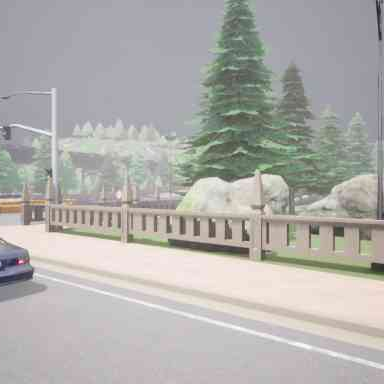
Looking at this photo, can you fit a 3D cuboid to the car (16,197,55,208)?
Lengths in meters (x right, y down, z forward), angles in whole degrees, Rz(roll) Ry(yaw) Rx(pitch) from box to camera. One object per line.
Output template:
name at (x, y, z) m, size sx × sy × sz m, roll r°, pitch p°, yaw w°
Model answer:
car at (-23.355, 1.505, 49.795) m, size 1.837 × 1.490 × 4.892 m, roll 0°, pitch 0°, yaw 36°

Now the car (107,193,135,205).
car at (-12.560, 1.217, 58.840) m, size 2.097 × 1.767 × 4.553 m, roll 0°, pitch 2°, yaw 36°

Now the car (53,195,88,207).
car at (-18.465, 1.352, 50.602) m, size 2.097 × 1.767 × 4.553 m, roll 0°, pitch 0°, yaw 35°

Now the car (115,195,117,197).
car at (-12.979, 1.334, 52.247) m, size 2.097 × 1.767 × 4.553 m, roll 0°, pitch 1°, yaw 36°

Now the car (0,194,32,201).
car at (-24.134, 1.221, 42.727) m, size 2.150 × 2.045 × 5.566 m, roll 0°, pitch 0°, yaw 36°

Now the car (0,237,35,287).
car at (-6.069, 1.547, 8.293) m, size 5.357 × 1.411 × 2.033 m, roll 0°, pitch 0°, yaw 36°

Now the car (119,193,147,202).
car at (-11.650, 1.131, 66.059) m, size 2.033 × 1.411 × 5.357 m, roll 0°, pitch 3°, yaw 36°

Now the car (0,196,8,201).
car at (-23.884, 1.491, 37.092) m, size 2.128 × 1.511 × 4.902 m, roll 0°, pitch 0°, yaw 36°

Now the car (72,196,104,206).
car at (-17.868, 1.456, 57.441) m, size 2.128 × 1.511 × 4.902 m, roll 0°, pitch 1°, yaw 36°

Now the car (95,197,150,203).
car at (-7.344, 1.547, 35.746) m, size 2.033 × 1.411 × 5.357 m, roll 0°, pitch 0°, yaw 36°

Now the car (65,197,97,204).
car at (-11.186, 1.564, 36.401) m, size 1.994 × 1.385 × 4.181 m, roll 0°, pitch 0°, yaw 36°

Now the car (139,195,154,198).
car at (-8.601, 1.290, 58.346) m, size 2.128 × 1.511 × 4.902 m, roll 0°, pitch 2°, yaw 36°

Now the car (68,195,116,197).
car at (-12.242, 1.492, 40.926) m, size 2.128 × 1.511 × 4.902 m, roll 0°, pitch 0°, yaw 36°

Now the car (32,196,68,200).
car at (-18.327, 1.477, 44.801) m, size 1.882 × 1.535 × 5.008 m, roll 0°, pitch 0°, yaw 36°
